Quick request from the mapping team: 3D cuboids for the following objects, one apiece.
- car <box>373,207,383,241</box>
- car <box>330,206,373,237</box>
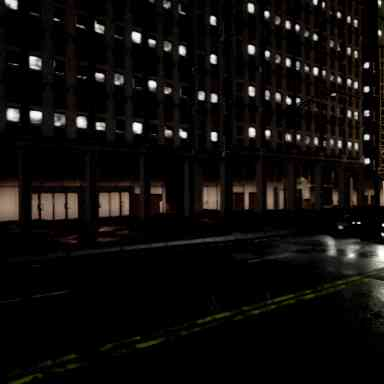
[{"bbox_3d":[10.638,1.425,15.276,4.553,1.767,2.097,0,0,-35],"label":"car"},{"bbox_3d":[9.658,1.569,18.570,4.902,1.511,2.128,0,0,-35],"label":"car"}]
